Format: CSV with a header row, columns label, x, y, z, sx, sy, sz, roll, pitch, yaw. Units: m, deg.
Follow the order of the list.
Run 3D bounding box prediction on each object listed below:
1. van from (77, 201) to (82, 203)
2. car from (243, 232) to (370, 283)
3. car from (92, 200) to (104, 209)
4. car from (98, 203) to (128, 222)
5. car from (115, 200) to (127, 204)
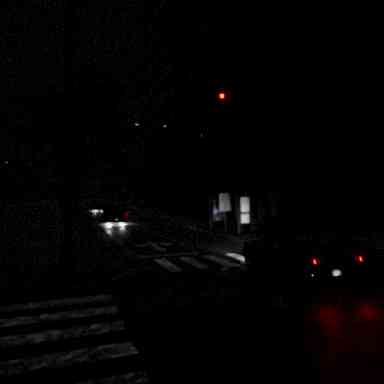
label,x,y,z,sx,sy,sz,roll,pitch,yaw
van,-25.258,1.746,73.588,1.690,1.788,3.998,2,-1,-20
car,3.217,1.920,10.620,1.895,1.301,4.718,-1,-4,-12
car,-14.675,1.920,52.295,2.033,1.411,5.357,0,1,-20
car,-7.961,2.168,33.613,2.033,1.411,5.357,0,0,-20
car,-10.554,1.960,49.162,1.812,1.442,4.674,0,1,-20
